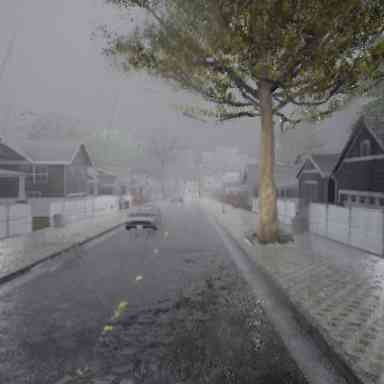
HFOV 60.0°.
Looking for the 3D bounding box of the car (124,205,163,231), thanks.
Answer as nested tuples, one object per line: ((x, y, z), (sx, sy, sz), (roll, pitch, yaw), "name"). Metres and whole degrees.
((-2.843, 1.522, 20.740), (2.033, 1.411, 5.357), (0, 0, 0), "car")

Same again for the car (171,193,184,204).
((-2.740, 1.125, 62.468), (2.150, 2.045, 5.566), (0, 0, 0), "car")

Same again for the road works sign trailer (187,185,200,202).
((0.389, 0.344, 72.077), (2.380, 3.560, 2.880), (0, 0, -7), "road works sign trailer")
